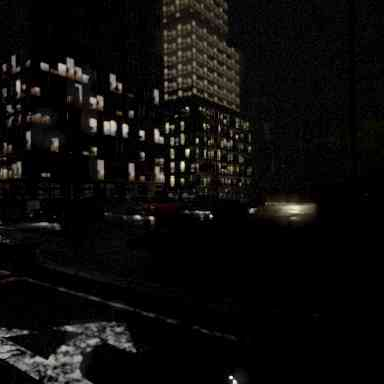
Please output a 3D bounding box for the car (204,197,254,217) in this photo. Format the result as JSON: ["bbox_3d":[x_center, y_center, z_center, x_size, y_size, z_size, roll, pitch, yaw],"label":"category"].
[{"bbox_3d":[3.617,1.452,31.395,1.882,1.535,5.008,-1,-1,37],"label":"car"}]

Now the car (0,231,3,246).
[{"bbox_3d":[-7.653,1.467,11.248,1.837,1.490,4.892,-2,2,-28],"label":"car"}]

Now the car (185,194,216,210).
[{"bbox_3d":[1.423,1.357,44.977,2.150,2.045,5.566,-1,-1,37],"label":"car"}]

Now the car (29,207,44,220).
[{"bbox_3d":[-11.216,1.603,28.229,2.128,1.511,4.902,-1,-1,37],"label":"car"}]

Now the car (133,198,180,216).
[{"bbox_3d":[-3.258,1.425,33.387,2.097,1.767,4.553,-1,-1,37],"label":"car"}]

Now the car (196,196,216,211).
[{"bbox_3d":[2.925,1.610,41.568,1.812,1.442,4.674,-1,-1,37],"label":"car"}]

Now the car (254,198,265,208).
[{"bbox_3d":[9.214,1.571,49.830,1.882,1.535,5.008,-1,-1,37],"label":"car"}]

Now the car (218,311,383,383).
[{"bbox_3d":[2.435,1.491,1.947,4.902,1.511,2.128,0,0,35],"label":"car"}]

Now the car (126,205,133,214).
[{"bbox_3d":[-5.031,1.601,36.430,1.882,1.535,5.008,-1,-1,37],"label":"car"}]

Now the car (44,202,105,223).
[{"bbox_3d":[-8.862,1.626,25.950,1.994,1.385,4.181,-1,-1,37],"label":"car"}]
